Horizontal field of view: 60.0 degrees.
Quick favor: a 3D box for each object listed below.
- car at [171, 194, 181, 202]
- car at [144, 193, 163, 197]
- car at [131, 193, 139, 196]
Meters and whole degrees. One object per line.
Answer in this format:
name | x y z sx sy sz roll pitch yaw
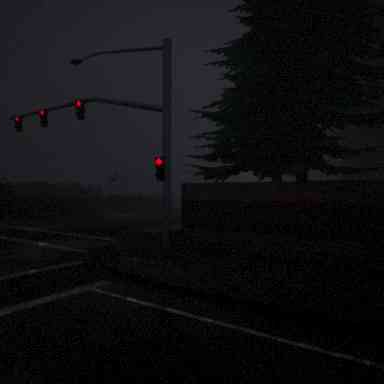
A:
car | -4.605 1.338 74.132 3.806 1.475 1.970 0 0 35
car | -7.804 1.096 69.562 4.605 1.855 1.932 0 0 35
car | -13.547 1.320 87.599 3.806 1.475 1.970 0 0 35
